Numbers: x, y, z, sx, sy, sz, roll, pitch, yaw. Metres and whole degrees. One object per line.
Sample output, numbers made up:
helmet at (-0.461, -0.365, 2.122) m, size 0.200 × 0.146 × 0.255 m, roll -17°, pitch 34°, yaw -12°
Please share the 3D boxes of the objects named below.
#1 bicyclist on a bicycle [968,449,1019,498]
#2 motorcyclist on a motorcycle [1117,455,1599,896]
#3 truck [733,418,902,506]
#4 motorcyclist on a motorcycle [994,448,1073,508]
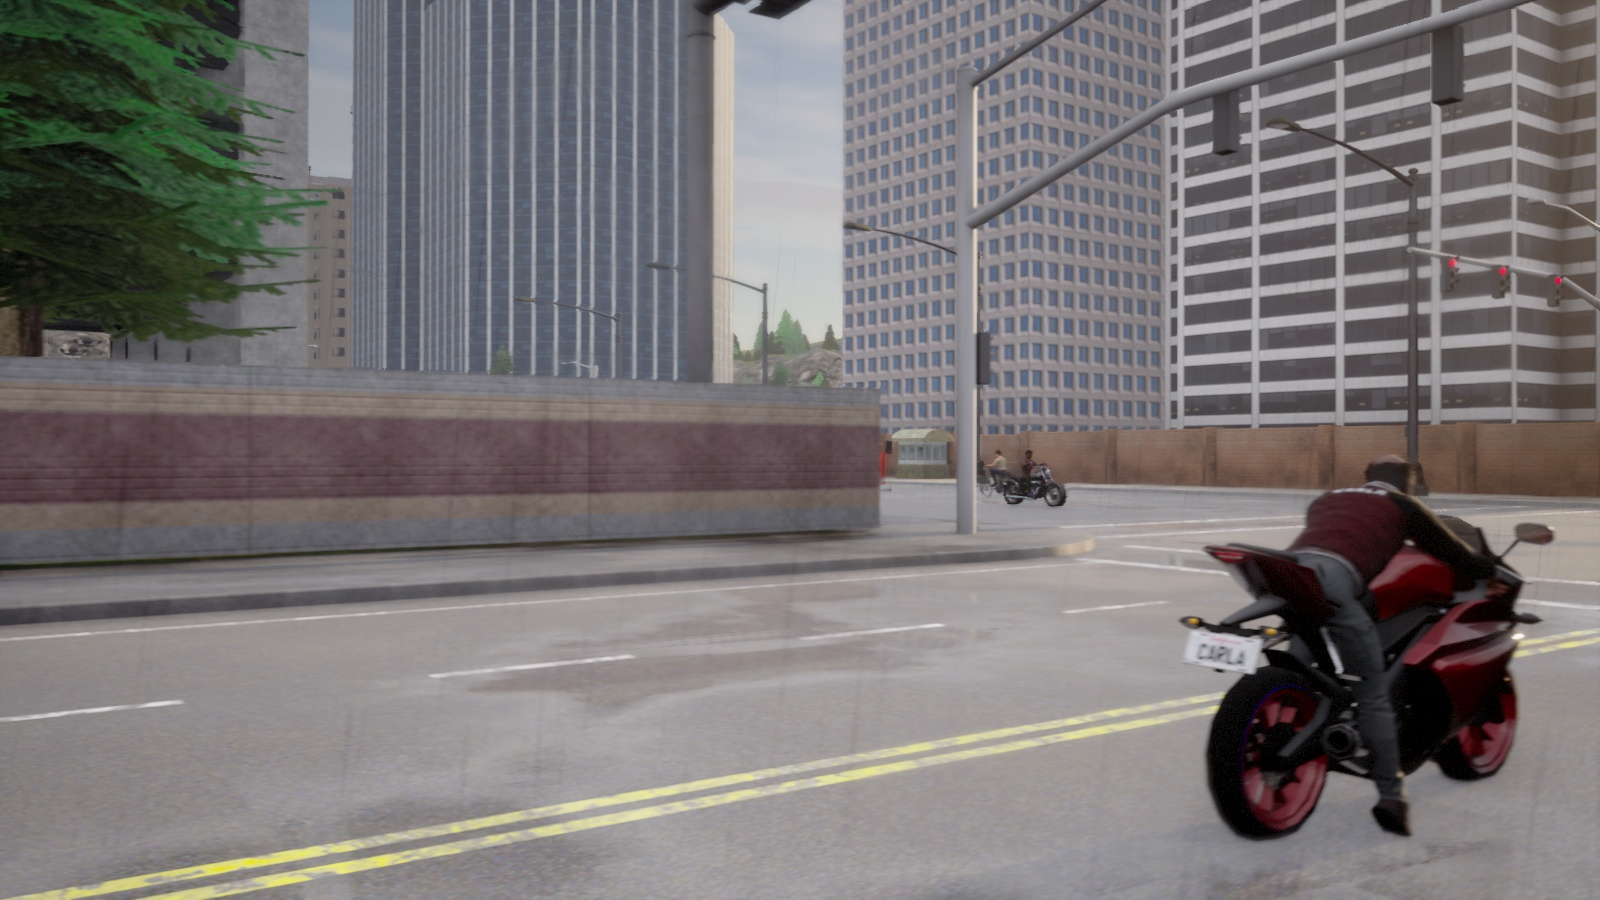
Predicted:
bicyclist on a bicycle at (6.466, 0.771, 41.978) m, size 0.866 × 1.612 × 1.509 m, roll 0°, pitch 0°, yaw -35°
motorcyclist on a motorcycle at (2.429, 0.788, 5.350) m, size 2.191 × 1.530 × 0.866 m, roll 0°, pitch 0°, yaw -35°
truck at (0.453, 0.351, 38.312) m, size 2.627 × 2.467 × 5.204 m, roll 0°, pitch 0°, yaw -35°
motorcyclist on a motorcycle at (6.594, 0.768, 35.563) m, size 0.766 × 1.649 × 2.350 m, roll 0°, pitch 0°, yaw -35°
